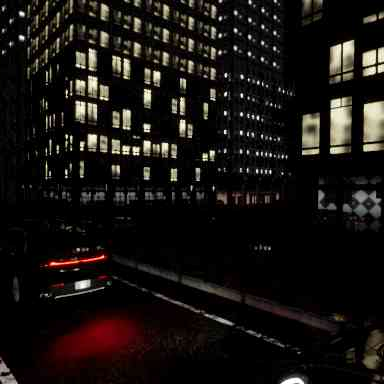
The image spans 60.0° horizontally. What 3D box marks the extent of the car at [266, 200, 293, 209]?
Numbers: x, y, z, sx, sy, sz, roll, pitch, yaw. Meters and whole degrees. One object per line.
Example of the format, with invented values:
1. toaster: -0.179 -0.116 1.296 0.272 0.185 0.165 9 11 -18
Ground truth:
1. car: 13.493 1.882 51.130 4.313 1.339 1.947 1 0 -40

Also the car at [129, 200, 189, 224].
1. car: -2.580 1.524 26.504 5.009 1.841 2.192 1 0 -40

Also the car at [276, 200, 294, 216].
1. car: 10.320 1.936 37.450 4.206 1.307 1.802 1 0 -40

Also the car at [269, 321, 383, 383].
1. car: 2.431 1.352 1.322 2.097 1.767 4.553 0 0 -41

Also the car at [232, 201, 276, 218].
1. car: 6.149 1.833 33.911 4.829 1.417 1.752 1 0 -40

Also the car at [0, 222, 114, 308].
1. car: -3.659 1.501 8.107 1.837 1.490 4.892 0 0 -41

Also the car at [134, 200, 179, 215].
1. car: -3.834 1.648 36.431 4.829 1.417 1.752 1 0 -40
